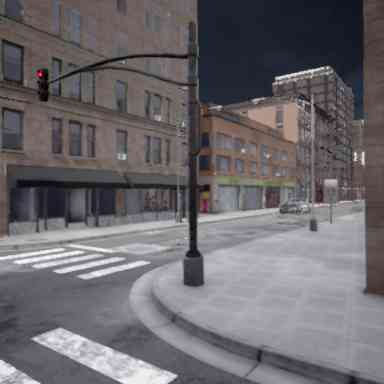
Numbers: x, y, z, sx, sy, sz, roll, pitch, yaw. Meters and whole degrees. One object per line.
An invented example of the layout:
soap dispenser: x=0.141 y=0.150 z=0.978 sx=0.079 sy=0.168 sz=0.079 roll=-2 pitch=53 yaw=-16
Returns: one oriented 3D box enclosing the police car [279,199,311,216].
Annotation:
police car: x=10.554 y=1.564 z=34.118 sx=2.038 sy=1.542 sz=4.974 roll=0 pitch=0 yaw=36
